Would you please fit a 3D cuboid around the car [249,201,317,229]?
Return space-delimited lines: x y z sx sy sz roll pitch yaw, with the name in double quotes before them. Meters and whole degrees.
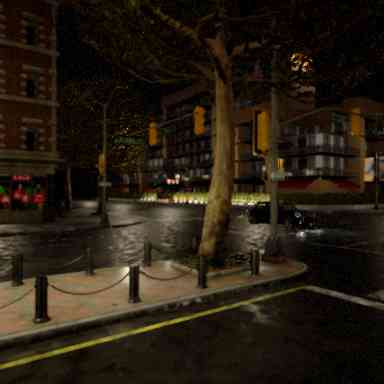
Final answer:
"car" 5.983 1.400 22.211 2.097 1.767 4.553 0 0 -36
